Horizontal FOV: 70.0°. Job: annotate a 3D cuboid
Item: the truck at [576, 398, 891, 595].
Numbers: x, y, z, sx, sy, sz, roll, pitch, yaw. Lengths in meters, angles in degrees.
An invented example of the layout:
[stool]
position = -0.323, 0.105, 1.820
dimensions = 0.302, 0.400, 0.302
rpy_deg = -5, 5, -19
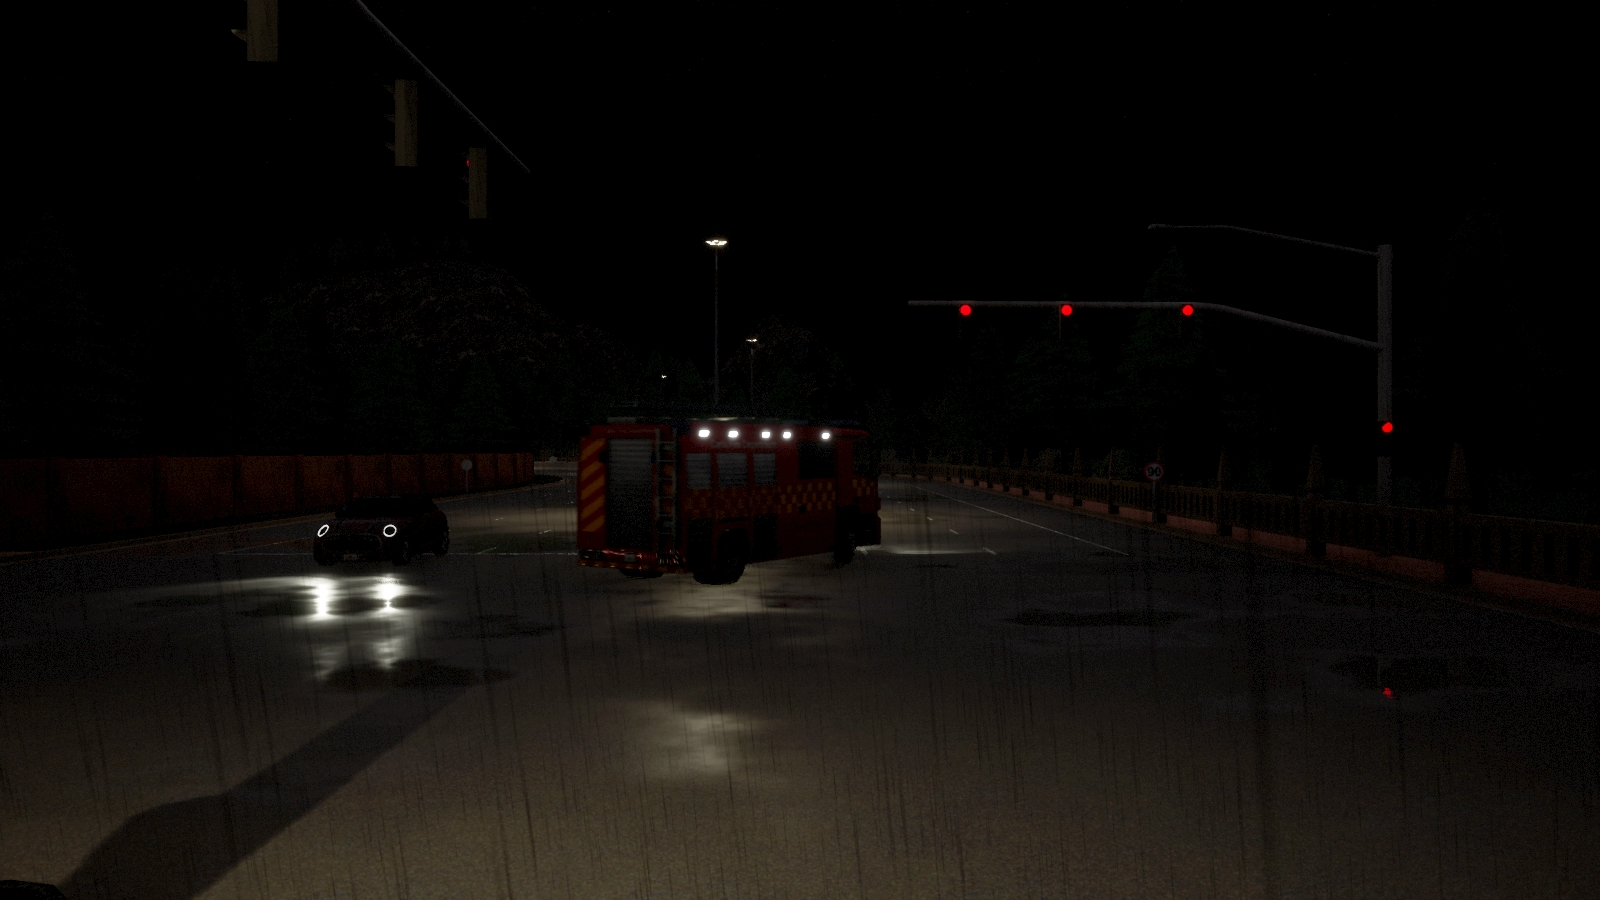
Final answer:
[truck]
position = -1.158, 0.890, 26.512
dimensions = 2.891, 3.827, 8.468
rpy_deg = 0, 0, 32

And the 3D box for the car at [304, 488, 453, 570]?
[car]
position = -10.504, 1.906, 28.861
dimensions = 2.097, 1.767, 4.553
rpy_deg = 0, 0, 0
